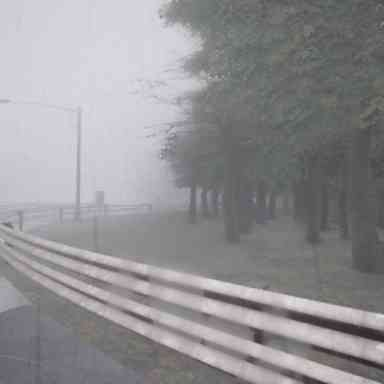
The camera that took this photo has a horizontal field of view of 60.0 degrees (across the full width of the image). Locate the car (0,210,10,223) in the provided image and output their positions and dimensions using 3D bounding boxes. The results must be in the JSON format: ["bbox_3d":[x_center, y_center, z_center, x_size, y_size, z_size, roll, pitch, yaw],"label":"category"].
[{"bbox_3d":[-15.112,1.845,24.636,1.812,1.442,4.674,0,-1,-10],"label":"car"}]
